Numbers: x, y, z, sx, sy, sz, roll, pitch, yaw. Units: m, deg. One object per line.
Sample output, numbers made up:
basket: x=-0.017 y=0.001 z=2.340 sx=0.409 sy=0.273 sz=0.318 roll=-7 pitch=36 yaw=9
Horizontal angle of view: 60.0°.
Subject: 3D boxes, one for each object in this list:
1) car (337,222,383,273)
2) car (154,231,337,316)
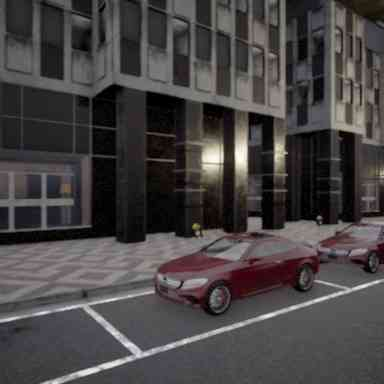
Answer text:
car: x=5.739 y=1.635 z=10.745 sx=4.206 sy=1.307 sz=1.802 roll=0 pitch=0 yaw=-36
car: x=1.179 y=1.607 z=7.492 sx=4.206 sy=1.307 sz=1.802 roll=0 pitch=0 yaw=-36
